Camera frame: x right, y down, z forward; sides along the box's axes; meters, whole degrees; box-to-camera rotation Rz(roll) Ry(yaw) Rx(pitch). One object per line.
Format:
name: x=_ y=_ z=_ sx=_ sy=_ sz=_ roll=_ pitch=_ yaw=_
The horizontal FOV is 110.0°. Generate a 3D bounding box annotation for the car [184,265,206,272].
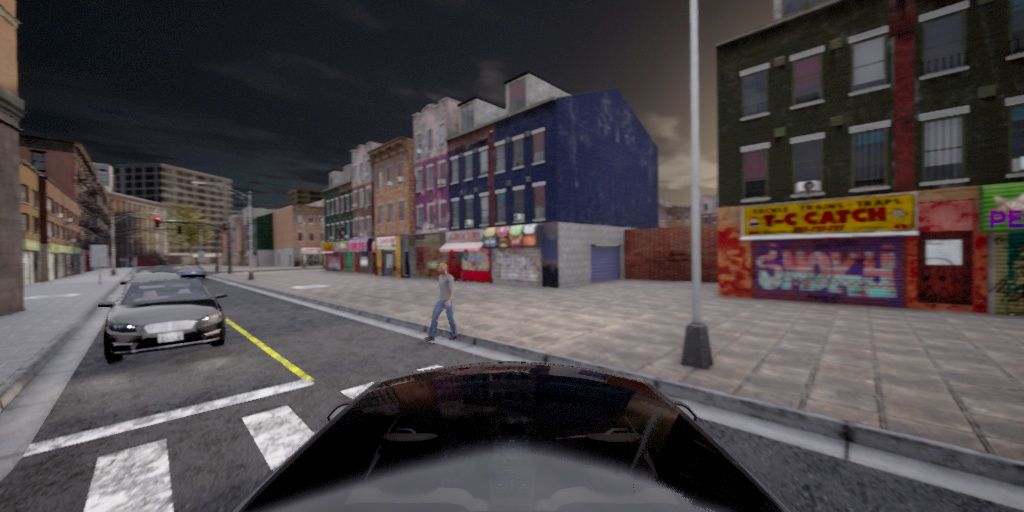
car: x=-31.927 y=1.581 z=35.727 sx=4.181 sy=1.385 sz=1.994 roll=-1 pitch=1 yaw=44

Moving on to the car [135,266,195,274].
car: x=-15.084 y=1.370 z=15.239 sx=5.008 sy=1.535 sz=1.882 roll=-1 pitch=1 yaw=44

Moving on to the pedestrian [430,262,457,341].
pedestrian: x=-1.538 y=1.016 z=8.126 sx=0.375 sy=1.860 sz=0.375 roll=0 pitch=1 yaw=44

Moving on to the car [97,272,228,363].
car: x=-8.342 y=1.323 z=8.697 sx=2.128 sy=1.511 sz=4.902 roll=-1 pitch=1 yaw=-45
